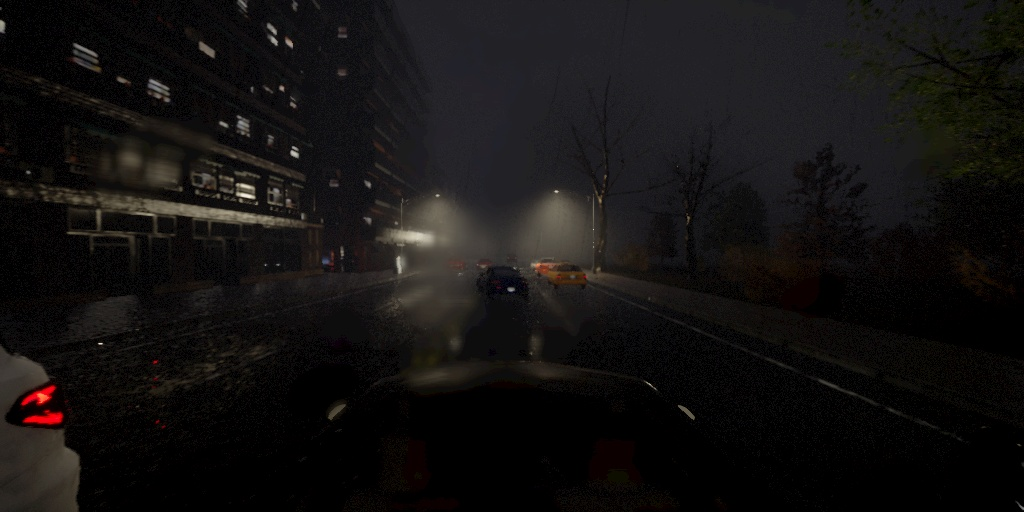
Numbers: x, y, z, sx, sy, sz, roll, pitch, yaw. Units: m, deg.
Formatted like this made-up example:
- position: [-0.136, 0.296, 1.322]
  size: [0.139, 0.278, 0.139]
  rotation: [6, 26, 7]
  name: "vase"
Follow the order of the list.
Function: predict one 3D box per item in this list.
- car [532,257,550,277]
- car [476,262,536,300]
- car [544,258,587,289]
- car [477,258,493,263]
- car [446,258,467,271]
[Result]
- position: [3.249, 0.915, 32.551]
  size: [2.097, 1.767, 4.553]
  rotation: [0, 0, 0]
  name: "car"
- position: [-0.469, 1.183, 16.934]
  size: [1.812, 1.442, 4.674]
  rotation: [-1, 0, -12]
  name: "car"
- position: [3.250, 1.085, 21.771]
  size: [1.801, 1.575, 5.366]
  rotation: [0, 0, 0]
  name: "car"
- position: [-3.324, 1.016, 44.200]
  size: [1.812, 1.442, 4.674]
  rotation: [0, 0, 0]
  name: "car"
- position: [-6.577, 0.977, 42.793]
  size: [1.882, 1.535, 5.008]
  rotation: [0, 0, 0]
  name: "car"
